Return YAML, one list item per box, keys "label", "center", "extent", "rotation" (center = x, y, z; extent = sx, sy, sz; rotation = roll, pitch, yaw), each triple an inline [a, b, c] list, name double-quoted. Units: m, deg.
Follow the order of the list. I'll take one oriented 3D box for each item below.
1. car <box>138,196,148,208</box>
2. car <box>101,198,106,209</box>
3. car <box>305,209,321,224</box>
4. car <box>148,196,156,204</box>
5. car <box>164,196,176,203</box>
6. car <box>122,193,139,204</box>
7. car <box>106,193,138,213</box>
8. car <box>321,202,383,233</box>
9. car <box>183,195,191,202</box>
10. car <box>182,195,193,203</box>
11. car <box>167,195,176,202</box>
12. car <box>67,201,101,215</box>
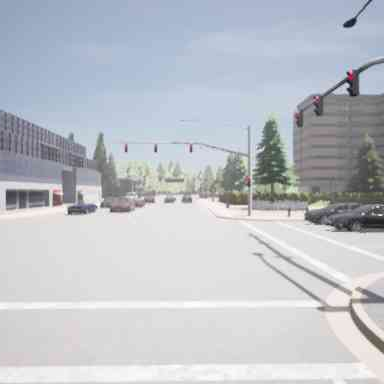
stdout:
- label: "car"
  center: [-7.812, 1.524, 47.027]
  extent: [1.994, 1.385, 4.181]
  rotation: [0, 0, -1]
- label: "car"
  center: [-11.300, 1.464, 45.779]
  extent: [1.837, 1.490, 4.892]
  rotation: [0, 1, -1]
- label: "car"
  center: [10.223, 1.486, 22.662]
  extent: [4.892, 1.490, 1.837]
  rotation: [0, 0, 2]
- label: "car"
  center: [-7.951, 1.425, 62.256]
  extent: [1.882, 1.535, 5.008]
  rotation: [0, 0, 0]
- label: "car"
  center: [-4.440, 1.493, 65.044]
  extent: [2.033, 1.411, 5.357]
  rotation: [0, 0, -1]
- label: "car"
  center: [-11.438, 1.171, 62.029]
  extent: [2.150, 2.045, 5.566]
  rotation: [0, 0, 0]
- label: "car"
  center: [-7.697, 1.321, 37.121]
  extent: [2.097, 1.767, 4.553]
  rotation: [0, 0, -1]
- label: "car"
  center: [10.303, 1.489, 19.032]
  extent: [4.892, 1.490, 1.837]
  rotation: [0, 0, -2]
- label: "car"
  center: [-1.064, 1.375, 75.688]
  extent: [1.812, 1.442, 4.674]
  rotation: [0, 0, -1]
- label: "car"
  center: [-0.947, 1.297, 65.680]
  extent: [2.097, 1.767, 4.553]
  rotation: [0, 0, -1]
- label: "car"
  center: [-4.564, 1.446, 75.679]
  extent: [1.895, 1.301, 4.718]
  rotation: [0, 0, -1]
- label: "car"
  center: [-11.165, 1.572, 34.056]
  extent: [1.895, 1.301, 4.718]
  rotation: [0, 0, -1]
